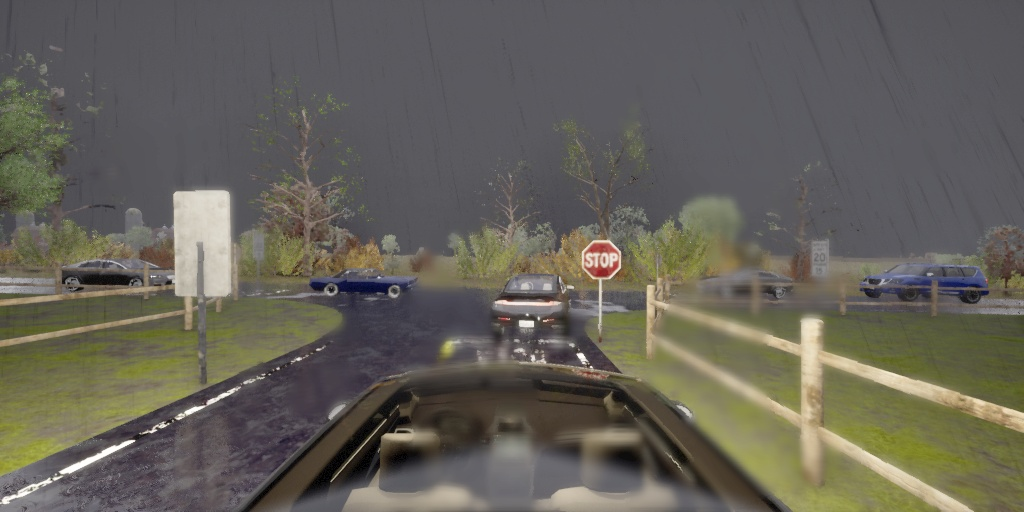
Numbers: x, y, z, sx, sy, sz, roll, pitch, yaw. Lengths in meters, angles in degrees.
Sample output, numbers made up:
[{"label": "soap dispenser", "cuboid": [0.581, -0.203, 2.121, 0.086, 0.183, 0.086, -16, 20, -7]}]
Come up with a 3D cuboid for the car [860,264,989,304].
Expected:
[{"label": "car", "cuboid": [22.897, 1.466, 20.015, 5.566, 2.045, 2.150, 1, 1, 0]}]

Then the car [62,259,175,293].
[{"label": "car", "cuboid": [-18.492, 0.885, 17.111, 4.902, 1.511, 2.128, 1, 1, 0]}]

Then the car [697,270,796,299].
[{"label": "car", "cuboid": [13.002, 1.525, 20.025, 4.902, 1.511, 2.128, 1, 1, 0]}]

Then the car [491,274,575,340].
[{"label": "car", "cuboid": [0.705, 1.240, 10.065, 2.128, 1.511, 4.902, 0, 0, 9]}]

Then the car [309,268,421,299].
[{"label": "car", "cuboid": [-6.824, 1.248, 17.095, 4.718, 1.301, 1.895, 1, 1, 0]}]
